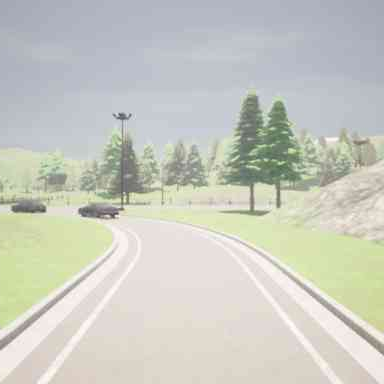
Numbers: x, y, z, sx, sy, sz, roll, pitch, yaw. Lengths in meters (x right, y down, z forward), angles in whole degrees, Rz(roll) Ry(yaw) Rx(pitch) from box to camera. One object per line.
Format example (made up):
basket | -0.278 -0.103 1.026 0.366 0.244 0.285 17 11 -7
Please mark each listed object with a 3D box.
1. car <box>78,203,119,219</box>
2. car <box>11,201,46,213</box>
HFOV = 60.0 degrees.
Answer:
car | -8.929 1.706 31.581 2.033 1.411 5.357 0 0 -43
car | -19.165 1.760 39.032 4.181 1.385 1.994 0 0 25
